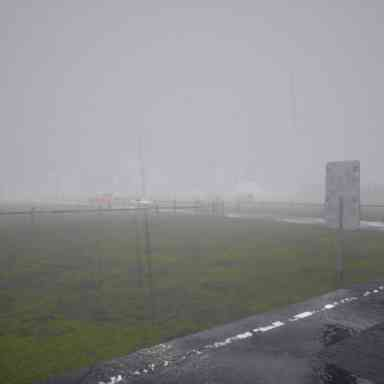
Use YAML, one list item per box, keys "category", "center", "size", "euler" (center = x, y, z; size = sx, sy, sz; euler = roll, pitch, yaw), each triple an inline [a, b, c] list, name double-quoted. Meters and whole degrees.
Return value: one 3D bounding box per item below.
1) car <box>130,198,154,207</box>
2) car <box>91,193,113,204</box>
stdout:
- category: "car"
  center: [-7.556, 1.582, 50.466]
  size: [1.895, 1.301, 4.718]
  euler: [1, -1, -40]
- category: "car"
  center: [-16.580, 1.190, 61.124]
  size: [2.150, 2.045, 5.566]
  euler: [1, -1, -41]
